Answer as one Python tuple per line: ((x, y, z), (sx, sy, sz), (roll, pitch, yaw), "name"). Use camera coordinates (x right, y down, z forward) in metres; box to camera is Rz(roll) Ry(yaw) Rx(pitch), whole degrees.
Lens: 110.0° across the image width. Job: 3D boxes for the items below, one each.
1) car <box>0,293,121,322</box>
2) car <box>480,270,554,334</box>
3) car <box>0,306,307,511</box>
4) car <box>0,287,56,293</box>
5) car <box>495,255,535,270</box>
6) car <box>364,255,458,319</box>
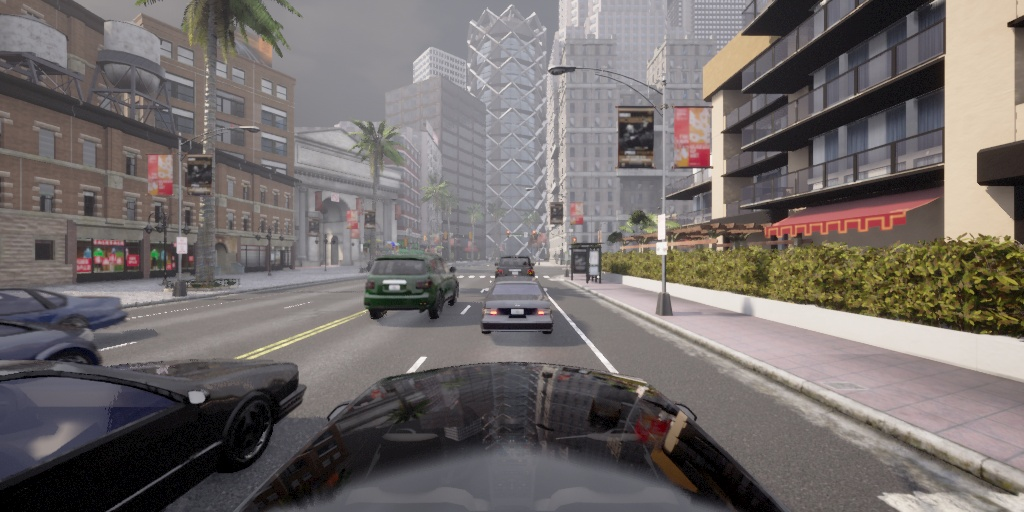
((-7.100, 1.314, 3.553), (1.994, 1.385, 4.181), (0, 0, 0), "car")
((0.129, 1.297, 10.568), (2.033, 1.411, 5.357), (0, 0, 0), "car")
((-3.354, 1.297, 1.748), (2.033, 1.411, 5.357), (0, 0, 0), "car")
((-10.588, 1.297, 6.576), (2.033, 1.411, 5.357), (0, 0, 0), "car")
((0.166, 0.971, 20.820), (2.150, 2.045, 5.566), (0, 0, 0), "car")
((-3.356, 0.974, 12.928), (2.150, 2.045, 5.566), (0, 0, 0), "car")
